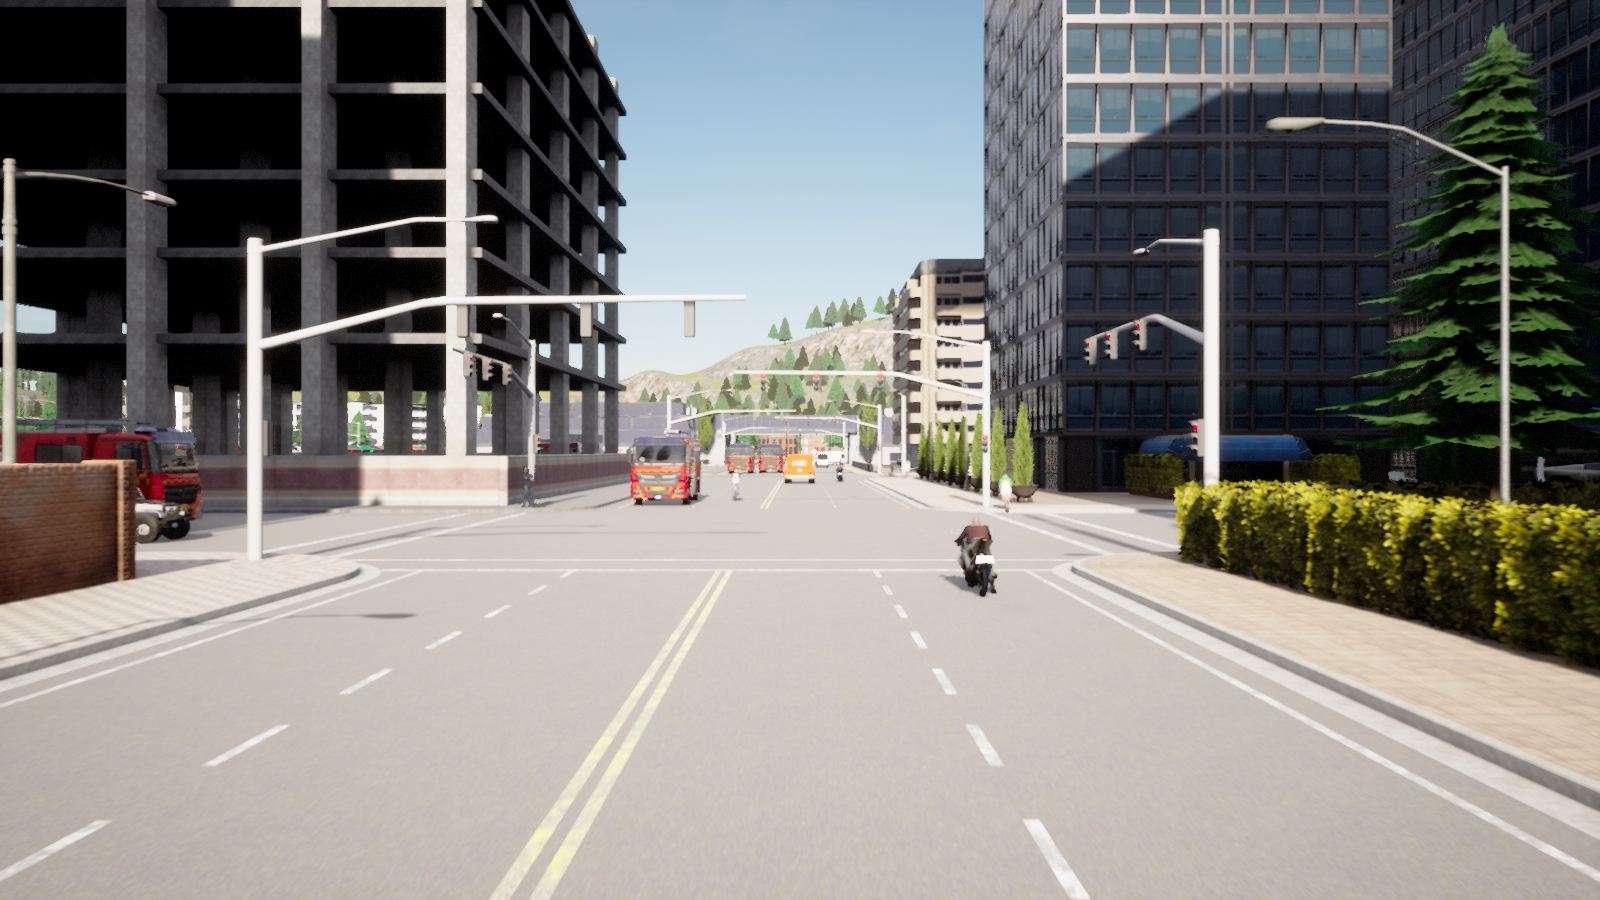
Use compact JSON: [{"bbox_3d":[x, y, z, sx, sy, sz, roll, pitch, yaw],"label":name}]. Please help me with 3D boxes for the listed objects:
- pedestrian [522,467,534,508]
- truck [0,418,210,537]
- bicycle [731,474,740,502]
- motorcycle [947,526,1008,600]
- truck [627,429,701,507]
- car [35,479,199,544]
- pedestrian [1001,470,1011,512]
[{"bbox_3d":[-12.305,1.694,51.647,0.375,1.860,0.375,0,0,36],"label":"pedestrian"},{"bbox_3d":[-24.732,0.890,38.264,8.468,3.827,2.891,0,0,0],"label":"truck"},{"bbox_3d":[-3.503,2.054,62.170,0.373,1.496,1.643,0,0,0],"label":"bicycle"},{"bbox_3d":[3.499,2.204,22.665,0.867,1.251,2.209,0,0,0],"label":"motorcycle"},{"bbox_3d":[-7.003,0.889,60.188,2.891,3.827,8.468,0,0,0],"label":"truck"},{"bbox_3d":[-20.854,1.856,34.994,3.866,1.878,1.905,0,0,0],"label":"car"},{"bbox_3d":[9.239,1.847,51.159,0.375,1.860,0.375,0,0,1],"label":"pedestrian"}]
